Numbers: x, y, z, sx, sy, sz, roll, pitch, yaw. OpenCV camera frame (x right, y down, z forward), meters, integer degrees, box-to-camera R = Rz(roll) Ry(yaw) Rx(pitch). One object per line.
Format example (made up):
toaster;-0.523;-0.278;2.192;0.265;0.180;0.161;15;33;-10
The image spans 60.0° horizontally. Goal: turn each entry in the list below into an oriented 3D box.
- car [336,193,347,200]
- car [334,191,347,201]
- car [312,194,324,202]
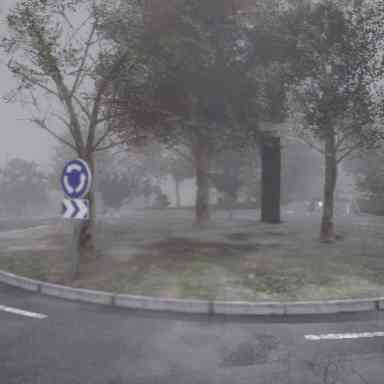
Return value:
car;34.785;0.981;77.359;2.033;1.411;5.357;1;0;26
car;30.296;0.727;67.986;2.150;2.045;5.566;1;1;26
car;23.517;1.126;61.973;1.895;1.301;4.718;1;1;26
